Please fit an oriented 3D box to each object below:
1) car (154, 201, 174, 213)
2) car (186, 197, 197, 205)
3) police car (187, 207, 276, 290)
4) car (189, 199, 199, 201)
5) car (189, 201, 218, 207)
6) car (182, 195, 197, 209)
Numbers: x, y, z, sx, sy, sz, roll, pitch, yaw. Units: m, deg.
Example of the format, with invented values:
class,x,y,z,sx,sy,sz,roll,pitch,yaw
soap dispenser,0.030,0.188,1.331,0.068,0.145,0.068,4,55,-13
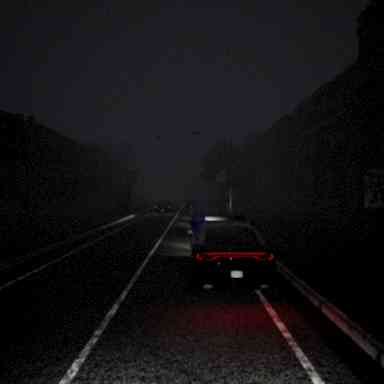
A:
class,x,y,z,sx,sy,sz,roll,pitch,yaw
car,-3.113,1.652,37.299,1.895,1.301,4.718,0,0,0
car,-0.024,1.546,59.998,1.895,1.301,4.718,0,1,0
police car,0.897,1.441,9.240,1.930,1.638,5.238,0,0,0
car,0.890,1.520,25.130,1.882,1.535,5.008,0,0,0
car,0.893,1.510,19.130,1.882,1.535,5.008,0,0,0
car,-0.006,1.520,46.246,2.128,1.511,4.902,0,0,0
